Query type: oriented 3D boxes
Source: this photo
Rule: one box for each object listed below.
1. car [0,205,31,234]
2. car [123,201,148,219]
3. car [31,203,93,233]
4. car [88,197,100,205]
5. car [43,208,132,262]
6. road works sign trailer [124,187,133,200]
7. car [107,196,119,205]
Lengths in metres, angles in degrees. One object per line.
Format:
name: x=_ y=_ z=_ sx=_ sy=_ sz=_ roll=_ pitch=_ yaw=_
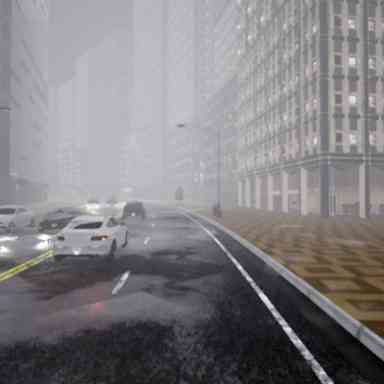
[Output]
car: x=-10.695 y=1.523 z=19.362 sx=1.812 sy=1.442 sz=4.674 roll=0 pitch=0 yaw=-5
car: x=-4.924 y=1.516 z=28.755 sx=1.837 sy=1.490 sz=4.892 roll=0 pitch=0 yaw=-7
car: x=-7.467 y=1.567 z=19.583 sx=1.994 sy=1.385 sz=4.181 roll=0 pitch=0 yaw=-5
car: x=-17.445 y=1.573 z=59.317 sx=1.895 sy=1.301 sz=4.718 roll=0 pitch=0 yaw=-14
car: x=-3.507 y=1.532 z=12.115 sx=1.812 sy=1.442 sz=4.674 roll=0 pitch=0 yaw=-3
road works sign trailer: x=-17.396 y=0.479 z=90.429 sx=2.380 sy=3.560 sz=2.880 roll=0 pitch=0 yaw=-23
car: x=-14.239 y=1.465 z=59.858 sx=1.882 sy=1.535 sz=5.008 roll=0 pitch=0 yaw=-14
